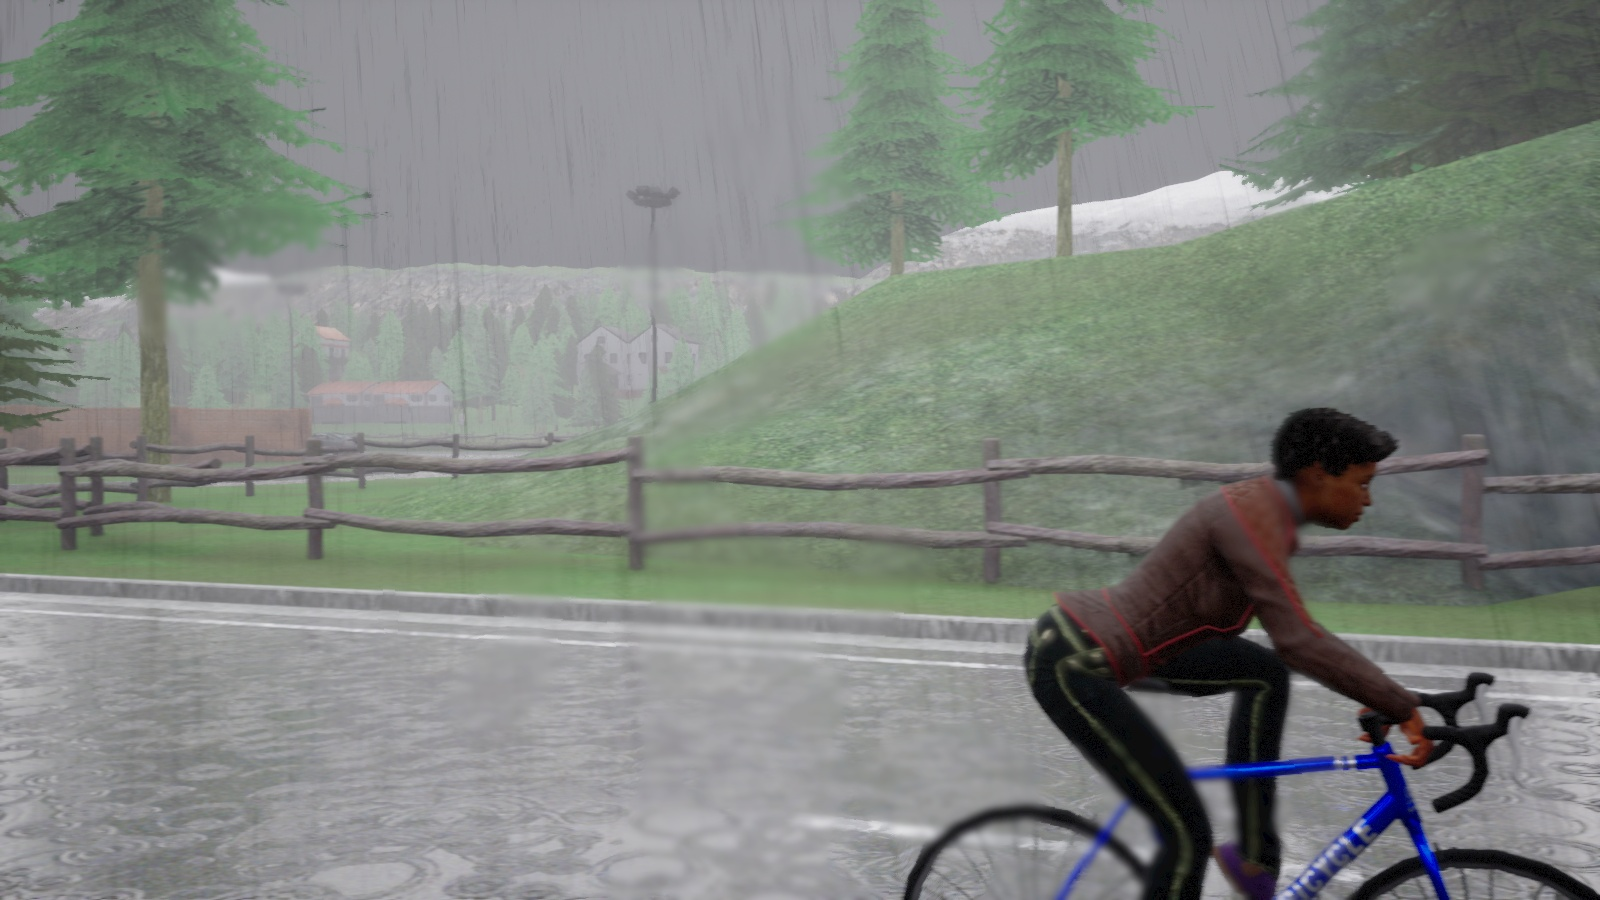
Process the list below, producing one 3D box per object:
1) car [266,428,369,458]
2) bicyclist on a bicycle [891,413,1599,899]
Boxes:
[{"bbox_3d":[-25.686,-0.401,66.883,4.902,1.511,2.128,1,1,19],"label":"car"},{"bbox_3d":[1.085,0.738,2.827,1.656,1.620,0.582,1,1,19],"label":"bicyclist on a bicycle"}]
